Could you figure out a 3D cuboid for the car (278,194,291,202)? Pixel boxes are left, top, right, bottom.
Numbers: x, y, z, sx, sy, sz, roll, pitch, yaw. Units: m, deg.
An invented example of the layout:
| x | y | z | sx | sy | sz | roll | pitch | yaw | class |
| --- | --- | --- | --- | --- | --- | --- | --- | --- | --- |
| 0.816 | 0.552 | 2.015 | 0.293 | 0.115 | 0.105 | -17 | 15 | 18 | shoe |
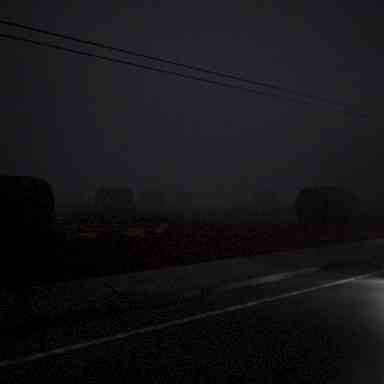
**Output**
| x | y | z | sx | sy | sz | roll | pitch | yaw | class |
| --- | --- | --- | --- | --- | --- | --- | --- | --- | --- |
| 19.483 | 1.367 | 71.843 | 3.866 | 1.878 | 1.905 | -2 | 5 | 13 | car |
